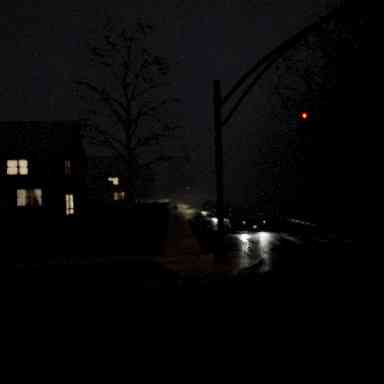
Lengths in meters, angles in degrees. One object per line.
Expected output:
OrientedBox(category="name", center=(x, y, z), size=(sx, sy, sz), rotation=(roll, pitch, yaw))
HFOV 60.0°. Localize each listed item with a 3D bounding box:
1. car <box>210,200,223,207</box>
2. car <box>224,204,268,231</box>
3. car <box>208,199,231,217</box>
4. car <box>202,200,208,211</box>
OrientedBox(category="car", center=(4.693, 2.200, 65.089), size=(1.895, 1.301, 4.718), rotation=(-2, 0, -3))
OrientedBox(category="car", center=(3.838, 1.831, 23.607), size=(2.033, 1.411, 5.357), rotation=(-2, 0, -3))
OrientedBox(category="car", center=(3.207, 1.886, 36.842), size=(1.882, 1.535, 5.008), rotation=(-2, -1, -3))
OrientedBox(category="car", center=(2.570, 2.016, 50.493), size=(1.882, 1.535, 5.008), rotation=(-2, 0, -2))
